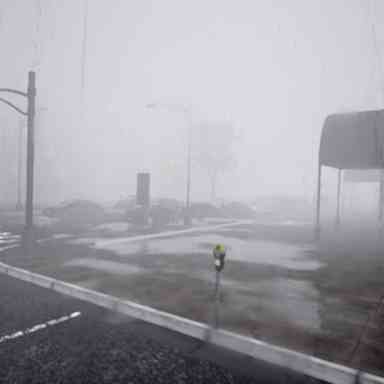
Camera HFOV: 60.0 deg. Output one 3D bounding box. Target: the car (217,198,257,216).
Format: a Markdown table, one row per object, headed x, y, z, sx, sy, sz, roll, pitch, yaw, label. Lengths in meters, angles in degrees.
| x | y | z | sx | sy | sz | roll | pitch | yaw | label |
| --- | --- | --- | --- | --- | --- | --- | --- | --- | --- |
| 4.023 | 1.491 | 30.701 | 1.802 | 1.307 | 4.206 | 2 | 1 | 36 | car |

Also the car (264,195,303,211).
| x | y | z | sx | sy | sz | roll | pitch | yaw | label |
| --- | --- | --- | --- | --- | --- | --- | --- | --- | --- |
| 11.234 | 1.284 | 40.586 | 2.192 | 1.841 | 5.009 | 2 | 1 | 36 | car |

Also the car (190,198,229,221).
| x | y | z | sx | sy | sz | roll | pitch | yaw | label |
| --- | --- | --- | --- | --- | --- | --- | --- | --- | --- |
| 0.780 | 1.447 | 26.283 | 1.947 | 1.339 | 4.313 | 2 | 1 | 36 | car |

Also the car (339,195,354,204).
| x | y | z | sx | sy | sz | roll | pitch | yaw | label |
| --- | --- | --- | --- | --- | --- | --- | --- | --- | --- |
| 30.971 | 1.662 | 67.621 | 1.752 | 1.417 | 4.829 | 2 | 1 | 36 | car |

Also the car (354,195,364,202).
| x | y | z | sx | sy | sz | roll | pitch | yaw | label |
| --- | --- | --- | --- | --- | --- | --- | --- | --- | --- |
| 37.447 | 1.509 | 76.431 | 2.192 | 1.841 | 5.009 | 2 | 1 | 36 | car |

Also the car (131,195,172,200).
| x | y | z | sx | sy | sz | roll | pitch | yaw | label |
| --- | --- | --- | --- | --- | --- | --- | --- | --- | --- |
| -2.836 | 1.229 | 31.345 | 2.033 | 1.411 | 5.357 | 3 | 1 | 36 | car |

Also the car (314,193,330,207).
| x | y | z | sx | sy | sz | roll | pitch | yaw | label |
| --- | --- | --- | --- | --- | --- | --- | --- | --- | --- |
| 21.017 | 1.491 | 54.060 | 1.967 | 1.590 | 4.097 | 2 | 1 | 36 | car |

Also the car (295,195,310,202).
| x | y | z | sx | sy | sz | roll | pitch | yaw | label |
| --- | --- | --- | --- | --- | --- | --- | --- | --- | --- |
| 24.118 | 1.405 | 72.441 | 1.947 | 1.339 | 4.313 | 2 | 1 | 36 | car |

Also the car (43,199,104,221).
| x | y | z | sx | sy | sz | roll | pitch | yaw | label |
| --- | --- | --- | --- | --- | --- | --- | --- | --- | --- |
| -8.383 | 1.198 | 23.794 | 1.994 | 1.385 | 4.181 | 3 | 1 | 36 | car |

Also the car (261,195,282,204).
| x | y | z | sx | sy | sz | roll | pitch | yaw | label |
| --- | --- | --- | --- | --- | --- | --- | --- | --- | --- |
| 14.162 | 1.278 | 58.880 | 1.752 | 1.417 | 4.829 | 2 | 1 | 36 | car |

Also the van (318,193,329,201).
| x | y | z | sx | sy | sz | roll | pitch | yaw | label |
| --- | --- | --- | --- | --- | --- | --- | --- | --- | --- |
| 33.979 | 1.267 | 85.862 | 1.690 | 1.788 | 3.998 | 2 | 1 | 36 | van |

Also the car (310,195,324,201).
| x | y | z | sx | sy | sz | roll | pitch | yaw | label |
| --- | --- | --- | --- | --- | --- | --- | --- | --- | --- |
| 30.588 | 1.421 | 81.253 | 1.752 | 1.417 | 4.829 | 2 | 1 | 36 | car |

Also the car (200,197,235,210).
| x | y | z | sx | sy | sz | roll | pitch | yaw | label |
| --- | --- | --- | --- | --- | --- | --- | --- | --- | --- |
| 3.127 | 1.333 | 39.460 | 1.895 | 1.301 | 4.718 | 3 | 1 | 36 | car |

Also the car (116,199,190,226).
| x | y | z | sx | sy | sz | roll | pitch | yaw | label |
| --- | --- | --- | --- | --- | --- | --- | --- | --- | --- |
| -2.464 | 1.405 | 21.864 | 2.008 | 1.369 | 4.403 | 2 | 1 | 36 | car |

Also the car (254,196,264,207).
| x | y | z | sx | sy | sz | roll | pitch | yaw | label |
| --- | --- | --- | --- | --- | --- | --- | --- | --- | --- |
| 9.940 | 1.317 | 48.636 | 1.812 | 1.442 | 4.674 | 3 | 1 | 37 | car |

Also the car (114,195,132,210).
| x | y | z | sx | sy | sz | roll | pitch | yaw | label |
| --- | --- | --- | --- | --- | --- | --- | --- | --- | --- |
| -5.548 | 1.020 | 32.246 | 1.967 | 1.590 | 4.097 | 2 | 1 | 36 | car |

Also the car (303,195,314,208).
| x | y | z | sx | sy | sz | roll | pitch | yaw | label |
| --- | --- | --- | --- | --- | --- | --- | --- | --- | --- |
| 14.489 | 1.436 | 45.082 | 1.967 | 1.590 | 4.097 | 2 | 1 | 36 | car |

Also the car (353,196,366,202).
| x | y | z | sx | sy | sz | roll | pitch | yaw | label |
| --- | --- | --- | --- | --- | --- | --- | --- | --- | --- |
| 40.725 | 1.773 | 80.909 | 2.008 | 1.369 | 4.403 | 2 | 1 | 36 | car |
